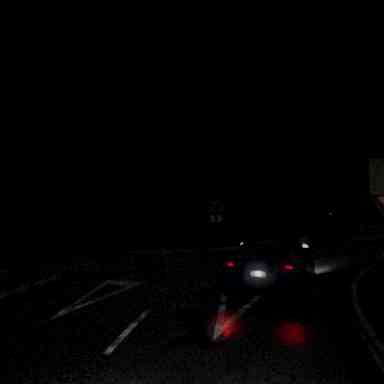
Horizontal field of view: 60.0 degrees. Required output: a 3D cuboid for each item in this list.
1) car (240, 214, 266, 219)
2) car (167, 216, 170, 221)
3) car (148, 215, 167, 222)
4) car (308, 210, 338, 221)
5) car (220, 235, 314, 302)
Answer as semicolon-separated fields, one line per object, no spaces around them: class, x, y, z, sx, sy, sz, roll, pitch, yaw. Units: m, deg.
car;11.545;4.796;63.670;4.718;1.301;1.895;-3;-6;37
car;-9.881;7.444;92.767;5.566;2.045;2.435;1;-5;-14
car;-10.138;7.417;89.807;4.892;1.521;2.231;1;-5;-15
car;19.027;3.445;48.453;2.128;1.511;4.902;2;-5;-17
car;2.186;1.880;9.120;1.994;1.385;4.181;-2;-4;21
